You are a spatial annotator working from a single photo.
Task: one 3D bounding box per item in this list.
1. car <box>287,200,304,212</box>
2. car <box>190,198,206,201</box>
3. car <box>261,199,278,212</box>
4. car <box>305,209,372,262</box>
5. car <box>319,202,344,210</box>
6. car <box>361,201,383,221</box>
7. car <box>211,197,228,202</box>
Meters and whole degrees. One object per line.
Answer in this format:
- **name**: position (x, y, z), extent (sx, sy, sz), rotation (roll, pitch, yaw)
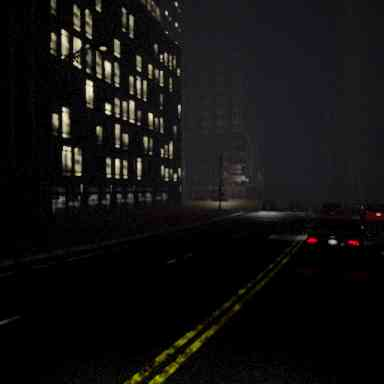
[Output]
- **car**: position (13.195, 1.777, 42.226), extent (2.033, 1.411, 5.357), rotation (0, 0, 19)
- **car**: position (1.611, 1.846, 85.916), extent (4.206, 1.307, 1.802), rotation (0, 0, 20)
- **car**: position (10.268, 1.728, 43.661), extent (2.128, 1.511, 4.902), rotation (0, 0, 19)
- **car**: position (5.448, 1.622, 12.653), extent (2.033, 1.411, 5.357), rotation (0, 0, 25)
- **car**: position (12.464, 1.642, 29.743), extent (1.882, 1.535, 5.008), rotation (0, 0, 20)
- **car**: position (15.124, 1.719, 27.567), extent (1.994, 1.385, 4.181), rotation (0, 0, 21)
- **car**: position (6.949, 1.869, 83.959), extent (4.313, 1.339, 1.947), rotation (0, 0, 20)
